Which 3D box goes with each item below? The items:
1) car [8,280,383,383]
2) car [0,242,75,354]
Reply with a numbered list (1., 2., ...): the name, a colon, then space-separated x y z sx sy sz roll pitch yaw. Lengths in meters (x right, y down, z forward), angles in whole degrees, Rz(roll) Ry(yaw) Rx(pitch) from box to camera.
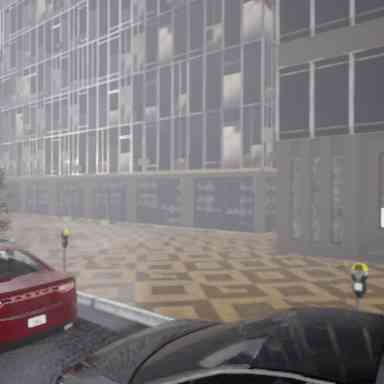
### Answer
1. car: 0.821 1.564 2.286 4.313 1.339 1.947 0 0 36
2. car: -3.813 1.521 5.592 4.507 1.381 1.887 0 0 36
